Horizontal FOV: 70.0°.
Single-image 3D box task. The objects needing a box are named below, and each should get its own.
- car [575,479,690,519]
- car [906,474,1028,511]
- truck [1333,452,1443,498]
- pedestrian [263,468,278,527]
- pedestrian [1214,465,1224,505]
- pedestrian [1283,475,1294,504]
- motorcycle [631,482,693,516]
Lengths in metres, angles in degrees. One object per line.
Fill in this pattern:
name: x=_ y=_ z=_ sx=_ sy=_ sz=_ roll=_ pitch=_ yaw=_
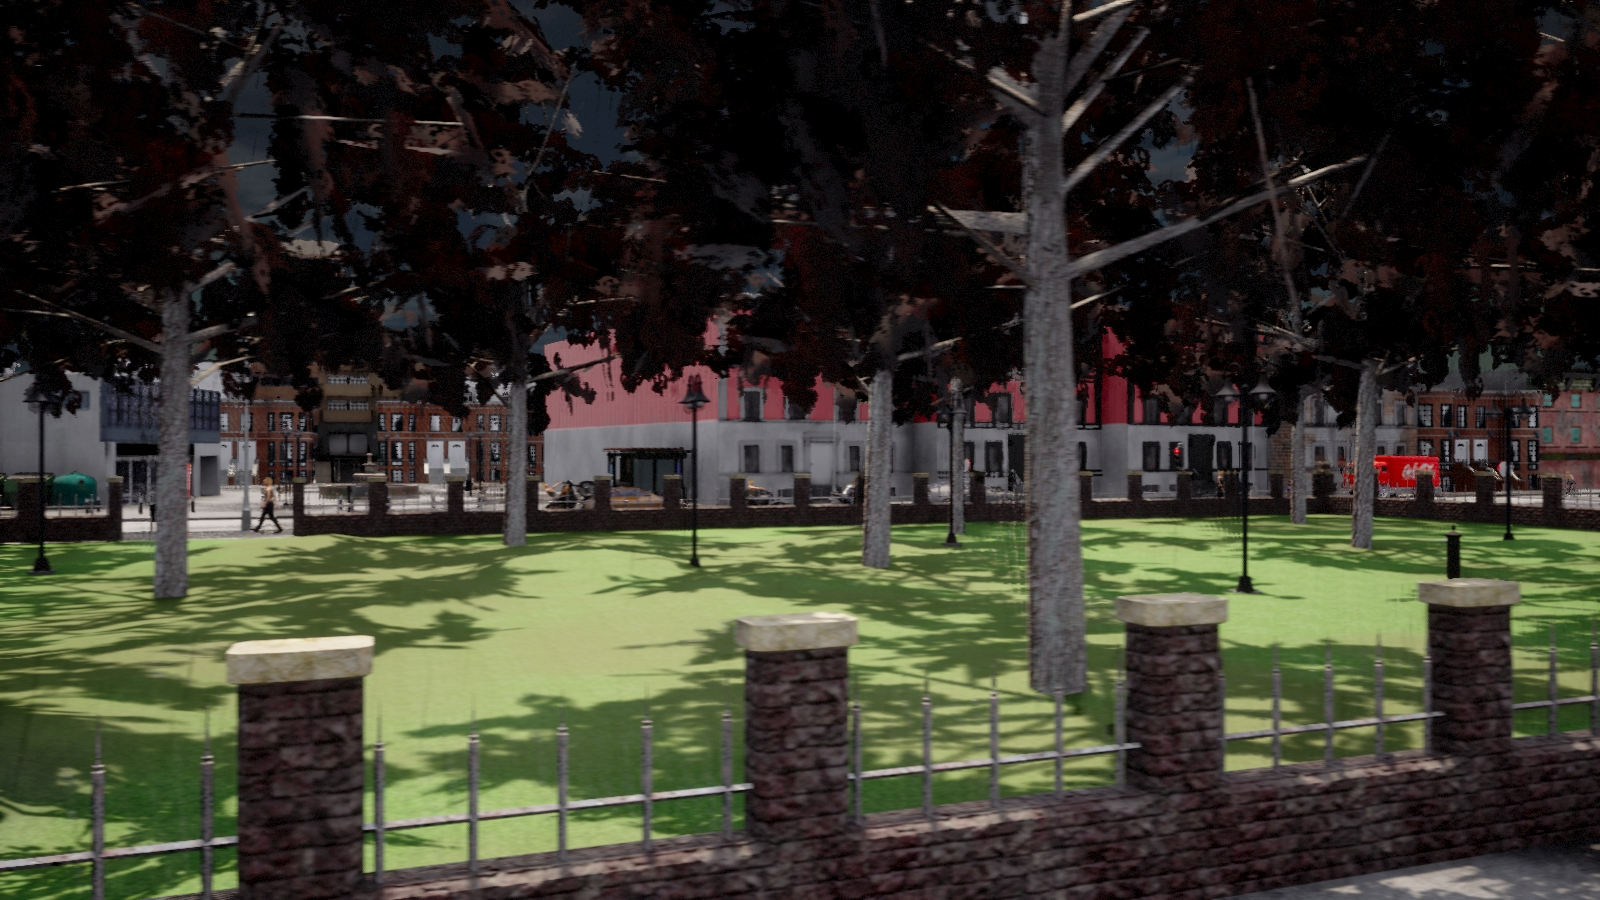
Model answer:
car: x=-6.667 y=1.912 z=45.316 sx=4.181 sy=1.385 sz=1.994 roll=-1 pitch=0 yaw=-19
car: x=7.350 y=1.831 z=50.352 sx=4.902 sy=1.511 sz=2.128 roll=0 pitch=0 yaw=-20
truck: x=32.841 y=1.357 z=63.811 sx=5.204 sy=2.467 sz=2.627 roll=0 pitch=0 yaw=-20
pedestrian: x=-16.951 y=1.522 z=36.586 sx=0.375 sy=1.860 sz=0.375 roll=0 pitch=0 yaw=-17
pedestrian: x=19.753 y=1.635 z=53.846 sx=0.375 sy=1.860 sz=0.375 roll=0 pitch=0 yaw=36
pedestrian: x=22.243 y=1.812 z=51.984 sx=0.375 sy=1.300 sz=0.375 roll=0 pitch=0 yaw=36
motorcycle: x=-5.512 y=1.952 z=45.736 sx=2.356 sy=1.277 sz=0.764 roll=0 pitch=0 yaw=-20
